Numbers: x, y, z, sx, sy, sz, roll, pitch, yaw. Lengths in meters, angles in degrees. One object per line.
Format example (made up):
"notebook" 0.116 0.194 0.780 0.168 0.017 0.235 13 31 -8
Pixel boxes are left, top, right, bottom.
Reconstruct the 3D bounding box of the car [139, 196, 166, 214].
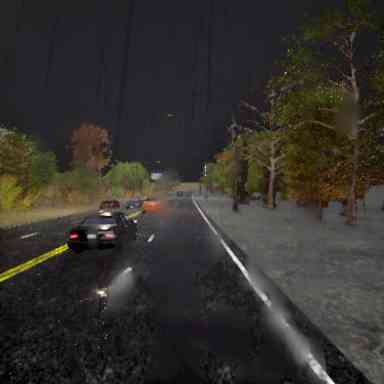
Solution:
"car" -3.839 1.249 34.476 2.097 1.767 4.553 -1 0 -1

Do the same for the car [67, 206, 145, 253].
"car" -3.422 1.529 13.672 2.033 1.411 5.357 -1 0 -1

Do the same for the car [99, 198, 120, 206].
"car" -10.592 1.479 43.106 1.994 1.385 4.181 0 0 -1

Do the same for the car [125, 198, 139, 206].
"car" -7.341 1.434 42.861 2.033 1.411 5.357 0 0 -1
